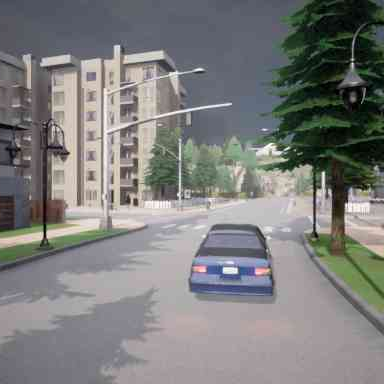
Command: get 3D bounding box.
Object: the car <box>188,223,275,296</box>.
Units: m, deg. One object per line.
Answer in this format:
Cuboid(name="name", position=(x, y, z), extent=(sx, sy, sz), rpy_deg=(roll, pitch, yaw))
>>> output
Cuboid(name="car", position=(1.137, 1.547, 8.833), extent=(2.033, 1.411, 5.357), rpy_deg=(0, 0, 9))
